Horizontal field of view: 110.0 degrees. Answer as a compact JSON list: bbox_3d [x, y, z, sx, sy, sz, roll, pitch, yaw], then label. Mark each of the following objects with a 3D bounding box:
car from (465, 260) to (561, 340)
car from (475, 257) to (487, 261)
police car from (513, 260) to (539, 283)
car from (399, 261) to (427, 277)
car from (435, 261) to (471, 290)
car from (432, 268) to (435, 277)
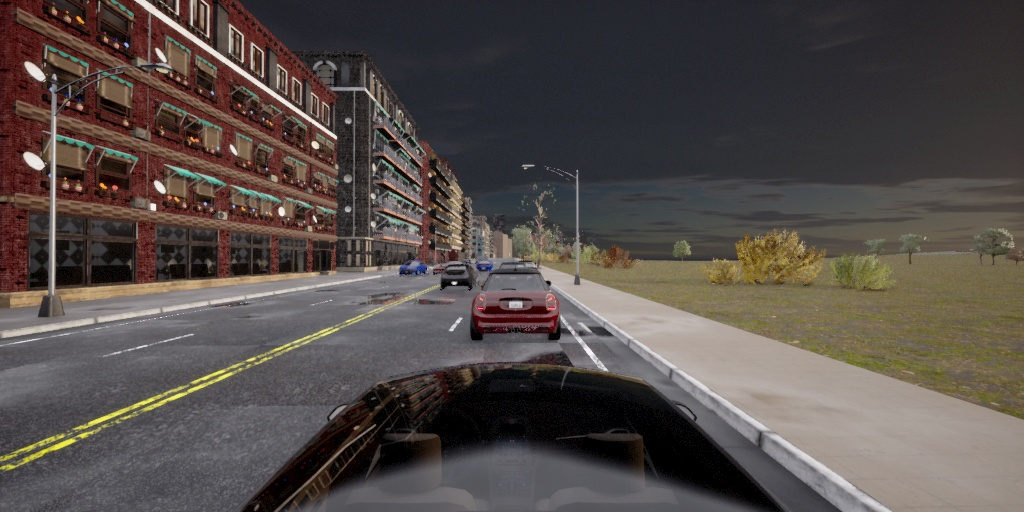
[{"bbox_3d":[0.075,1.103,10.091,2.097,1.767,4.553,0,0,0],"label":"car"},{"bbox_3d":[-3.238,1.230,43.320,1.882,1.535,5.008,0,0,0],"label":"car"},{"bbox_3d":[1.078,1.179,29.359,1.930,1.638,5.238,0,0,0],"label":"police car"},{"bbox_3d":[-9.925,1.231,36.205,1.882,1.535,5.008,0,0,0],"label":"car"},{"bbox_3d":[-3.195,1.256,22.260,1.837,1.490,4.892,0,0,0],"label":"car"},{"bbox_3d":[-6.674,1.354,36.083,1.895,1.301,4.718,0,0,0],"label":"car"}]
